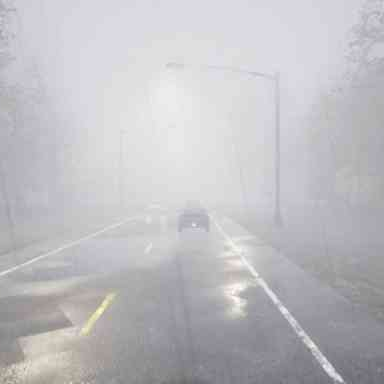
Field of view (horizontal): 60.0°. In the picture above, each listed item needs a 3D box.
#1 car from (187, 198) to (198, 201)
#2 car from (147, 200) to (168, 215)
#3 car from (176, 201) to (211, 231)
[{"bbox_3d":[0.094,1.564,44.218,1.882,1.535,5.008,0,0,0],"label":"car"},{"bbox_3d":[-3.583,1.594,35.140,1.812,1.442,4.674,0,0,0],"label":"car"},{"bbox_3d":[0.097,1.546,20.857,1.837,1.490,4.892,0,0,0],"label":"car"}]
